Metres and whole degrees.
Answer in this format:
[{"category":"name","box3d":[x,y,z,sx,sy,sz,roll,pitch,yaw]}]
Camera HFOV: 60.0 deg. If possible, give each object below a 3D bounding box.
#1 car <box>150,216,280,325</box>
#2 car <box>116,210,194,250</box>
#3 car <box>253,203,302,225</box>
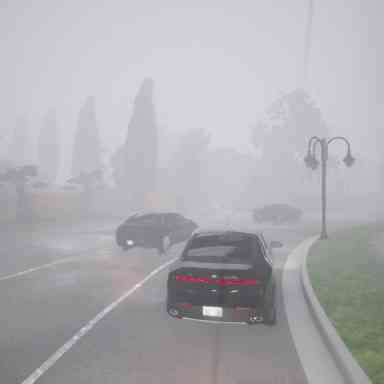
[{"category":"car","box3d":[0.844,1.510,7.242,1.837,1.490,4.892,0,0,13]},{"category":"car","box3d":[-1.261,1.547,14.105,1.837,1.490,4.892,0,0,23]},{"category":"car","box3d":[6.796,1.636,26.040,5.008,1.535,1.882,0,-1,-44]}]
